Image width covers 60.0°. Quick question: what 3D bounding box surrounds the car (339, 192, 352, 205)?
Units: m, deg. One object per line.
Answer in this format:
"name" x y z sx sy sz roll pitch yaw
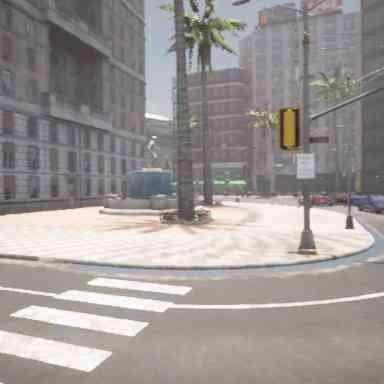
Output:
"car" 17.859 0.908 37.505 1.895 1.301 4.718 -1 1 -15

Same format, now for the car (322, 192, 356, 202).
"car" 21.229 0.694 48.080 1.994 1.385 4.181 -1 1 -27

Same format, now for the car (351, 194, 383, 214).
"car" 15.468 0.987 27.771 1.812 1.442 4.674 -1 1 3

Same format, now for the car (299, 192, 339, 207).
"car" 14.126 0.904 37.866 1.994 1.385 4.181 -1 1 -18
